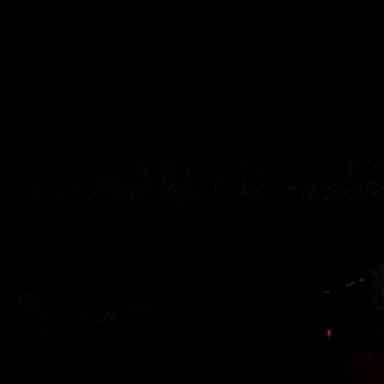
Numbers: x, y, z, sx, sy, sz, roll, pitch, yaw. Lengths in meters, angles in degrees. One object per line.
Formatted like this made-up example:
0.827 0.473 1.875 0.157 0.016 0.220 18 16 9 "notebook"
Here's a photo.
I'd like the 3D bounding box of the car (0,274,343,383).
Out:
-0.881 1.554 2.821 5.357 1.411 2.033 0 0 -36 "car"
